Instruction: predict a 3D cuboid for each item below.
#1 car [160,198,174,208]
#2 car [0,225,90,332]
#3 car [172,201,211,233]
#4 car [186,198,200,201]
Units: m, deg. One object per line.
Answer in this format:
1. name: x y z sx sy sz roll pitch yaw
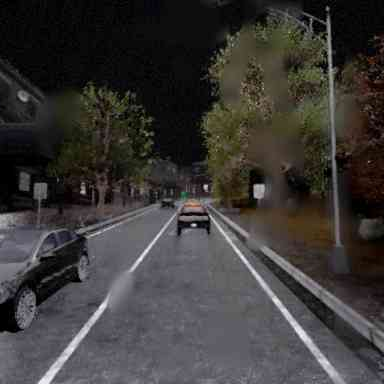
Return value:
1. car: -3.570 1.644 49.546 2.033 1.411 5.357 0 0 0
2. car: -3.599 1.505 6.904 2.128 1.511 4.902 0 0 0
3. car: 0.103 1.531 19.915 2.128 1.511 4.902 0 0 0
4. car: 0.106 1.425 37.889 2.097 1.767 4.553 0 0 0
